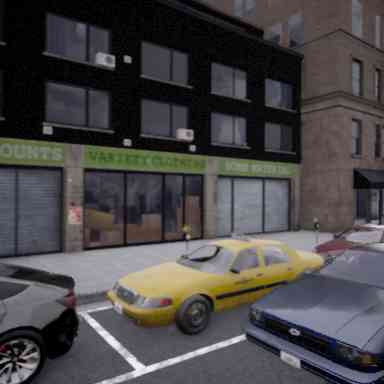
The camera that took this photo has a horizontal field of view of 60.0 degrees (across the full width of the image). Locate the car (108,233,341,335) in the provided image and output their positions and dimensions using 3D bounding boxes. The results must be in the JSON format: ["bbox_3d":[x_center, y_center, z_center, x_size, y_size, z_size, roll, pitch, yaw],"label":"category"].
[{"bbox_3d":[0.787,1.563,6.743,4.829,1.417,1.752,1,0,-35],"label":"car"}]

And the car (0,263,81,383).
[{"bbox_3d":[-3.486,1.559,3.706,4.313,1.339,1.947,1,0,-35],"label":"car"}]

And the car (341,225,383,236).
[{"bbox_3d":[5.338,1.667,9.977,4.206,1.307,1.802,1,0,-35],"label":"car"}]

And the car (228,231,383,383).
[{"bbox_3d":[3.329,1.596,5.433,5.357,1.411,2.033,1,0,-35],"label":"car"}]
